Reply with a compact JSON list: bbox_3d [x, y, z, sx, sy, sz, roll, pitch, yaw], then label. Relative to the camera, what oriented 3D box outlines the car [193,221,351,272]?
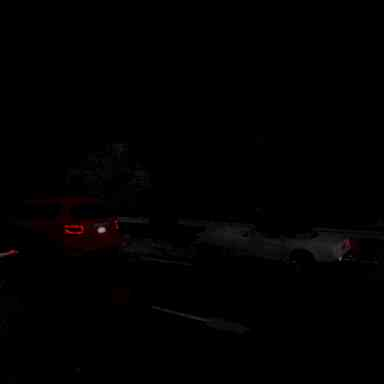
[{"bbox_3d":[2.403,1.587,10.706,4.718,1.301,1.895,0,0,34],"label":"car"}]

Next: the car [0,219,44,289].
[{"bbox_3d":[-5.967,1.492,7.794,4.902,1.511,2.128,0,0,33],"label":"car"}]

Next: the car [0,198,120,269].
[{"bbox_3d":[-4.949,1.217,11.309,5.566,2.045,2.150,0,0,32],"label":"car"}]
